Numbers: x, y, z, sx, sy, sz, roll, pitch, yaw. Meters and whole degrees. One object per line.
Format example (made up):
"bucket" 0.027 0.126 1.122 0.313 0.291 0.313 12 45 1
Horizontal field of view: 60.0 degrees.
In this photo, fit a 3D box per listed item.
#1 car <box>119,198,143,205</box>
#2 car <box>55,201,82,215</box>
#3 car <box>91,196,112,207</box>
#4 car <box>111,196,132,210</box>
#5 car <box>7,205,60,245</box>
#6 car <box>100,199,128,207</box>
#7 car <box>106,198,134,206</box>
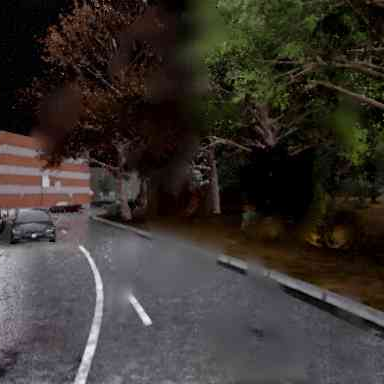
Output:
"car" -13.079 2.115 71.270 4.674 1.452 2.002 0 0 12
"car" -15.000 1.829 39.502 1.882 1.535 5.008 0 -1 10
"car" -15.384 1.756 60.206 5.566 2.045 2.435 0 0 12
"car" -9.678 1.792 49.452 2.097 1.767 4.553 0 0 12
"car" -7.862 1.597 16.478 1.837 1.490 4.892 0 1 -26
"car" -14.788 2.065 62.966 4.674 1.452 2.002 0 0 12
"car" -14.221 2.043 65.736 5.008 1.535 2.097 0 0 12
